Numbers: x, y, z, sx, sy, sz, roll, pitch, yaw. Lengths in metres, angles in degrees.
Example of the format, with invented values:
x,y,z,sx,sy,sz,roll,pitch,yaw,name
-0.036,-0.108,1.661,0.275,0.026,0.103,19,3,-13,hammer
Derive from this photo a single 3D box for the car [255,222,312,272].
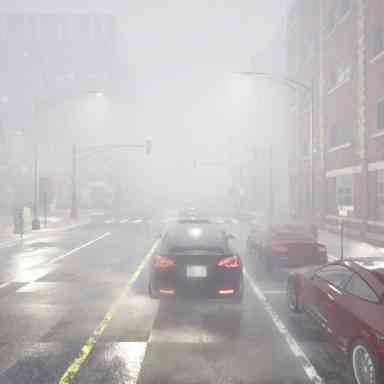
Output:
x,y,z,sx,sy,sz,roll,pitch,yaw,name
2.818,1.585,10.407,1.802,1.307,4.206,1,0,0,car

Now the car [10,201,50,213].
x,y,z,sx,sy,sz,roll,pitch,yaw,name
-18.782,1.730,38.750,4.313,1.339,1.947,0,-1,0,car

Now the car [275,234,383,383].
x,y,z,sx,sy,sz,roll,pitch,yaw,name
2.659,1.583,4.751,1.802,1.307,4.206,1,0,0,car

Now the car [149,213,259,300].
x,y,z,sx,sy,sz,roll,pitch,yaw,name
0.085,1.506,8.449,2.163,1.488,4.792,0,0,0,car

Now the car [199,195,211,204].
x,y,z,sx,sy,sz,roll,pitch,yaw,name
2.591,1.544,59.830,1.752,1.417,4.829,1,0,0,car

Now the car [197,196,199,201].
x,y,z,sx,sy,sz,roll,pitch,yaw,name
2.550,1.573,82.270,1.887,1.381,4.507,1,0,0,car

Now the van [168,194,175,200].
x,y,z,sx,sy,sz,roll,pitch,yaw,name
-5.847,1.376,93.598,1.690,1.788,3.998,1,0,0,van

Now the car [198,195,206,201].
x,y,z,sx,sy,sz,roll,pitch,yaw,name
2.540,1.597,87.921,1.947,1.339,4.313,1,0,0,car

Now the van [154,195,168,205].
x,y,z,sx,sy,sz,roll,pitch,yaw,name
-5.785,1.359,59.684,1.690,1.788,3.998,1,0,0,van

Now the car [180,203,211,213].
x,y,z,sx,sy,sz,roll,pitch,yaw,name
0.068,1.552,17.721,2.033,1.411,5.357,0,0,-1,car

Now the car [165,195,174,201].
x,y,z,sx,sy,sz,roll,pitch,yaw,name
-5.840,1.582,87.945,2.008,1.369,4.403,1,0,0,car

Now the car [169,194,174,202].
x,y,z,sx,sy,sz,roll,pitch,yaw,name
-5.820,1.607,76.641,1.802,1.307,4.206,1,0,0,car

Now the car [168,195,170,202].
x,y,z,sx,sy,sz,roll,pitch,yaw,name
-5.799,1.602,65.336,1.802,1.307,4.206,1,0,0,car
